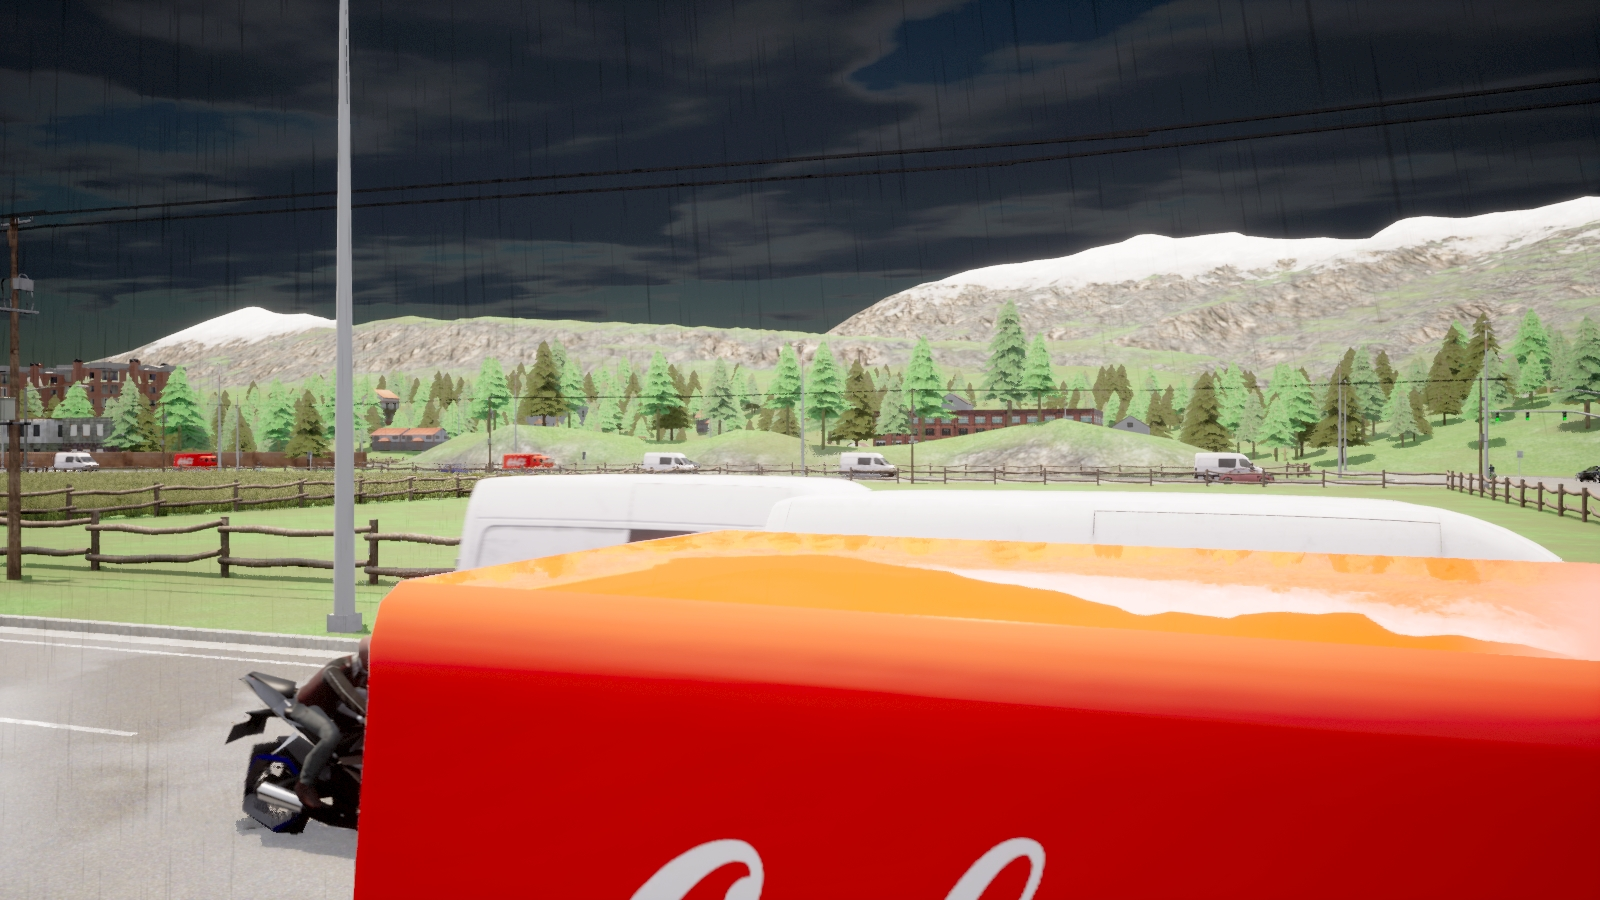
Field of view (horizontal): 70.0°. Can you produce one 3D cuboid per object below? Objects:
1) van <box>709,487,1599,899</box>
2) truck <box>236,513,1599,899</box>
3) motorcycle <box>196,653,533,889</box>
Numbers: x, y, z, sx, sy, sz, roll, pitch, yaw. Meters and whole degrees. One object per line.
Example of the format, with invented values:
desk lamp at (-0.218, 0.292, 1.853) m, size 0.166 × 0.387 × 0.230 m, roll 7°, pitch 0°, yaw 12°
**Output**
van at (2.633, 1.535, 6.060) m, size 5.915 × 2.561 × 1.988 m, roll 0°, pitch 0°, yaw 20°
truck at (1.680, 1.552, 2.758) m, size 5.204 × 2.467 × 2.627 m, roll 1°, pitch 0°, yaw 21°
motorcycle at (-3.102, 2.209, 8.151) m, size 2.209 × 1.251 × 0.867 m, roll 0°, pitch 0°, yaw 20°
